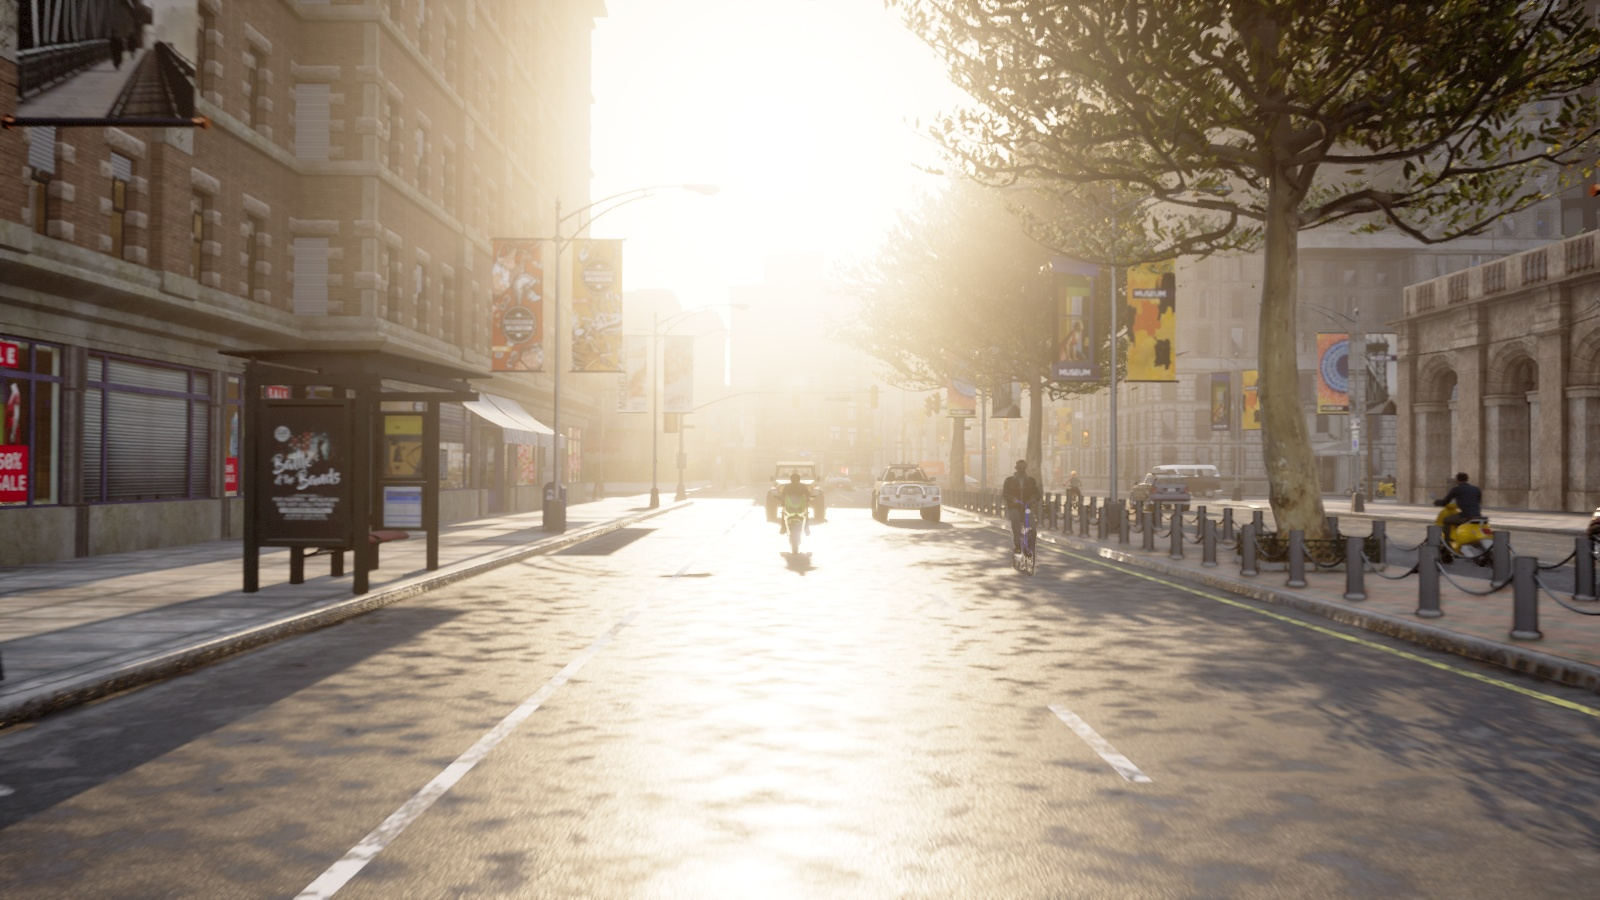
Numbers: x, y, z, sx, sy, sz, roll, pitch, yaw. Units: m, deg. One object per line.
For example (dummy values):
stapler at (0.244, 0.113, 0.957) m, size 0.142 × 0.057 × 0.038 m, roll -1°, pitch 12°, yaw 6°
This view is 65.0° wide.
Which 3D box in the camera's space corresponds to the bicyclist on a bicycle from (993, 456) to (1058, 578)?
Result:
bicyclist on a bicycle at (3.440, 0.994, 19.280) m, size 0.659 × 1.776 × 1.843 m, roll 0°, pitch -1°, yaw 0°

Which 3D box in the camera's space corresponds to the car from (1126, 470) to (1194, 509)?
car at (14.820, 1.603, 51.880) m, size 1.789 × 1.549 × 3.705 m, roll 0°, pitch -1°, yaw 0°

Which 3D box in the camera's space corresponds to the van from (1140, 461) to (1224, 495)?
van at (23.415, 1.735, 77.083) m, size 4.480 × 2.038 × 2.069 m, roll 0°, pitch -1°, yaw -8°

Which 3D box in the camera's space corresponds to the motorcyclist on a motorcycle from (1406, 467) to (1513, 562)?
motorcyclist on a motorcycle at (11.432, 1.088, 21.839) m, size 0.866 × 1.590 × 1.817 m, roll 0°, pitch -1°, yaw 0°

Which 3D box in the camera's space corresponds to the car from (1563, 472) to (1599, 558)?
car at (14.932, 1.124, 21.224) m, size 1.845 × 1.501 × 3.633 m, roll 0°, pitch -1°, yaw 0°

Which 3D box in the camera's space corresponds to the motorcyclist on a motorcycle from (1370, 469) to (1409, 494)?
motorcyclist on a motorcycle at (36.508, 1.953, 77.753) m, size 2.044 × 1.523 × 0.797 m, roll 0°, pitch -1°, yaw -1°

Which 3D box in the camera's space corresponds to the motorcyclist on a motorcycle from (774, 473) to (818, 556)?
motorcyclist on a motorcycle at (-0.077, 1.202, 24.169) m, size 0.797 × 1.523 × 2.044 m, roll 0°, pitch -1°, yaw 0°

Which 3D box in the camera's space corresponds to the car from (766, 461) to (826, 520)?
car at (-0.134, 1.314, 41.983) m, size 1.905 × 1.878 × 3.866 m, roll 0°, pitch -1°, yaw 0°

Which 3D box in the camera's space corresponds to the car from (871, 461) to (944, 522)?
car at (3.371, 1.292, 40.242) m, size 1.932 × 1.855 × 4.605 m, roll 0°, pitch -1°, yaw 0°

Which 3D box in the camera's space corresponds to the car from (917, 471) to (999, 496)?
car at (9.854, 2.093, 78.765) m, size 2.163 × 1.488 × 4.792 m, roll 1°, pitch -1°, yaw -44°
